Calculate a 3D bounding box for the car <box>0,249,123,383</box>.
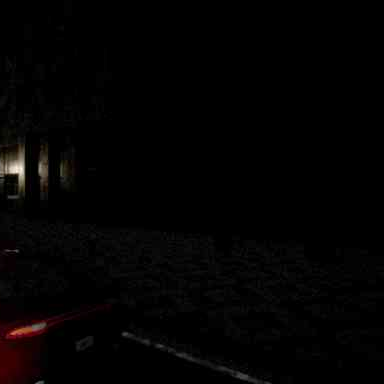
[{"bbox_3d":[-3.006,1.542,4.992,4.507,1.381,1.887,0,0,36],"label":"car"}]
